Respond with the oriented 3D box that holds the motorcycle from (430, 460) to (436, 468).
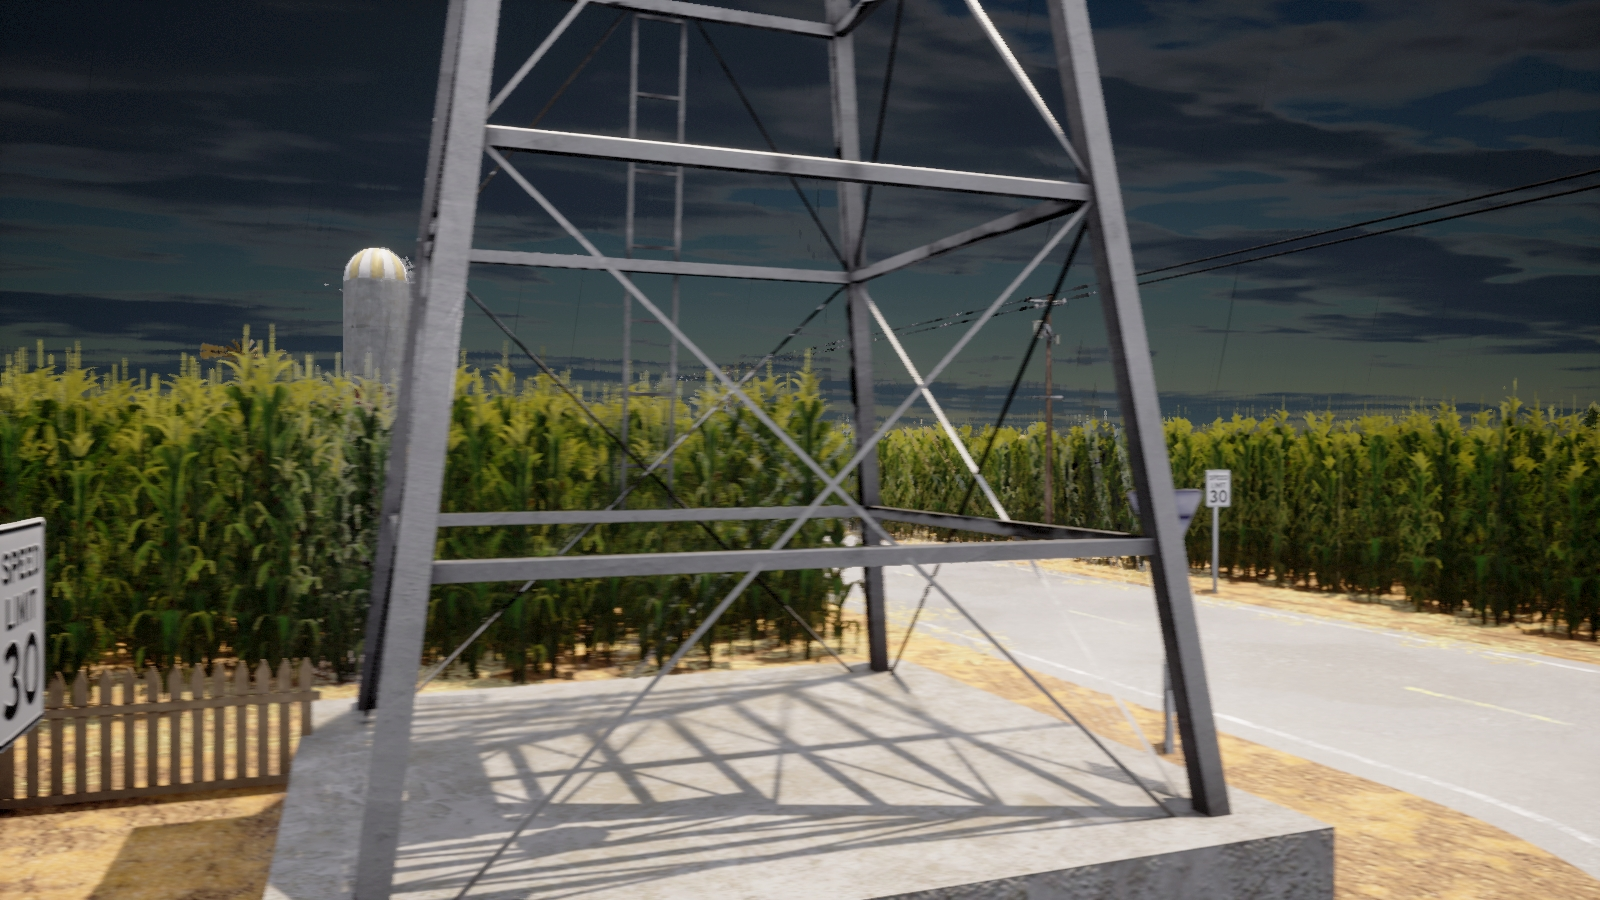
[{"bbox_3d":[-56.928,2.175,177.172,0.764,1.307,2.356,0,0,-21],"label":"motorcycle"}]
